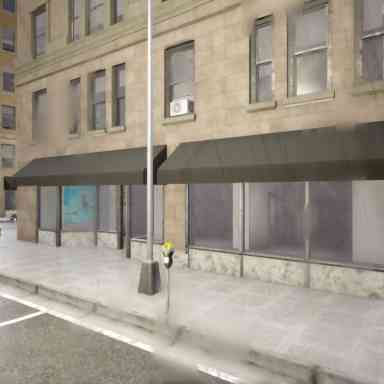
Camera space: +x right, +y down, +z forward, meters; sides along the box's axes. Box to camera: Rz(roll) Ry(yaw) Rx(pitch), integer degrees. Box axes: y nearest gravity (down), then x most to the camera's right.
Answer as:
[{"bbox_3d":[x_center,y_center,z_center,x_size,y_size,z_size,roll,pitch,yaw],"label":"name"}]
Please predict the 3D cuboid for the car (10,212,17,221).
[{"bbox_3d":[-11.204,1.636,26.125,2.033,1.411,5.357,0,0,36],"label":"car"}]
